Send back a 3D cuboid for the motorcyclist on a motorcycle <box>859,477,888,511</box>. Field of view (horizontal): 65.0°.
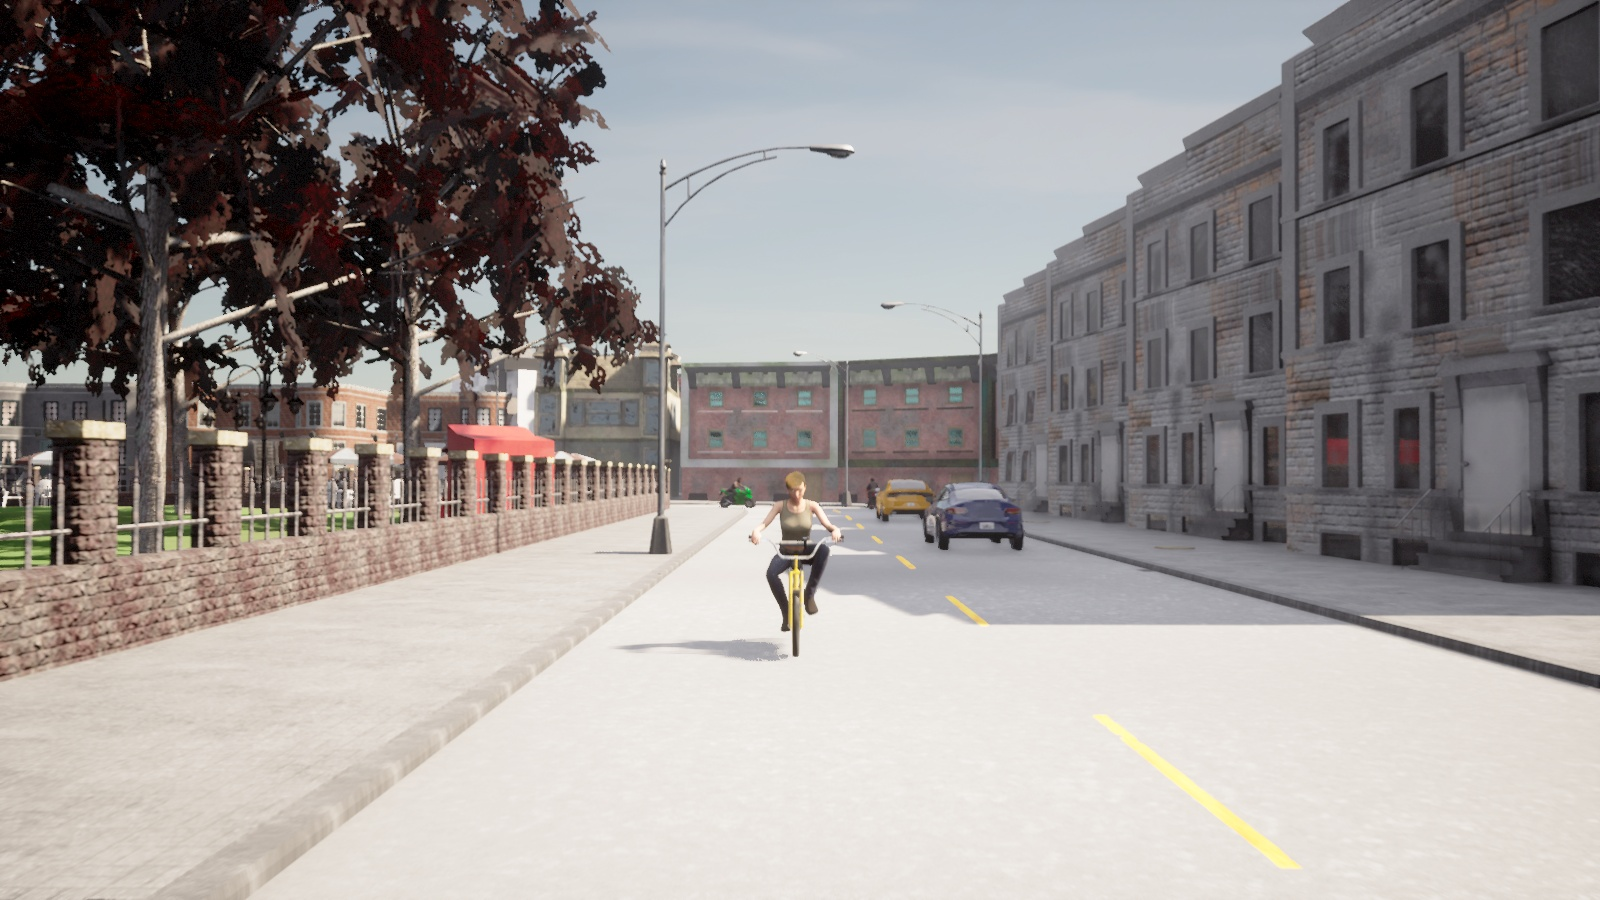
[{"bbox_3d":[3.397,2.029,58.039,0.797,1.523,2.044,-1,-1,-11],"label":"motorcyclist on a motorcycle"}]

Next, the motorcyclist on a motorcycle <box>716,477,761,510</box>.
[{"bbox_3d":[-2.959,2.107,60.519,2.044,1.523,0.797,-1,1,30],"label":"motorcyclist on a motorcycle"}]

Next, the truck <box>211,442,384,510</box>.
[{"bbox_3d":[-26.289,1.351,65.986,7.936,3.462,2.891,0,-1,0],"label":"truck"}]

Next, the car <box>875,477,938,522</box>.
[{"bbox_3d":[3.837,1.764,45.973,1.882,1.535,5.008,0,-1,0],"label":"car"}]

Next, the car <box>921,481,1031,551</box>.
[{"bbox_3d":[3.904,1.441,28.597,1.812,1.442,4.674,0,-1,0],"label":"car"}]

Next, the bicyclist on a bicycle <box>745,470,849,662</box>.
[{"bbox_3d":[-0.026,1.001,11.386,0.866,1.612,1.509,0,-2,0],"label":"bicyclist on a bicycle"}]
